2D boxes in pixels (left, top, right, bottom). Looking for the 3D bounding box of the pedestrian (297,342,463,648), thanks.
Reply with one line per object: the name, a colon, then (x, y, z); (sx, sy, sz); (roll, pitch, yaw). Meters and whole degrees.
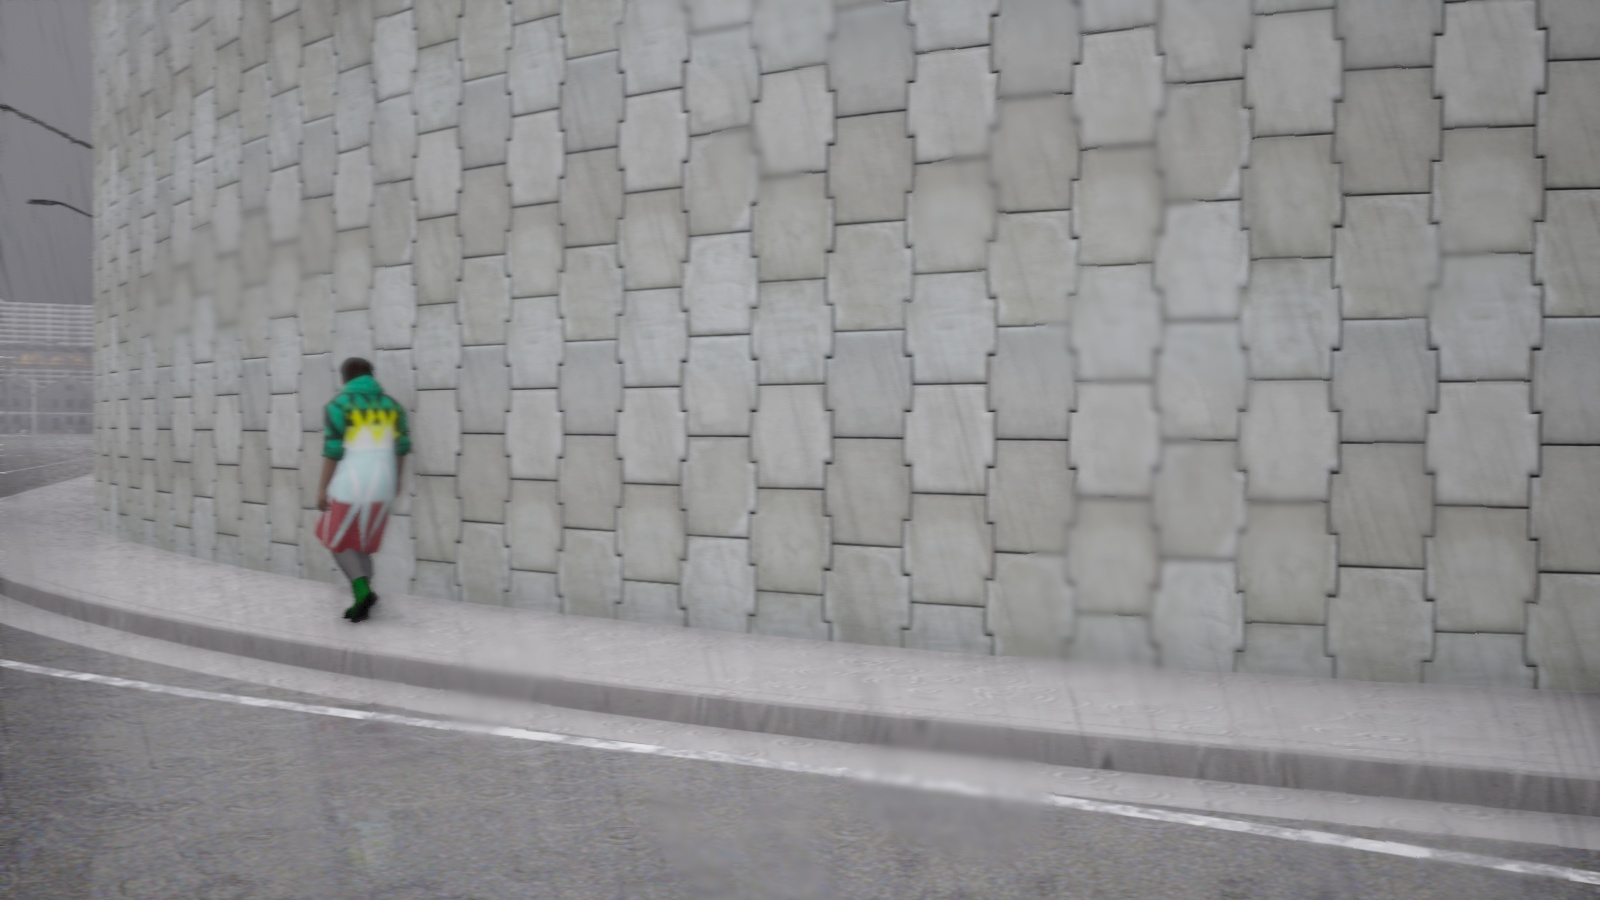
pedestrian: (-2.860, 0.283, 8.550); (0.873, 1.952, 0.659); (0, 1, 36)
